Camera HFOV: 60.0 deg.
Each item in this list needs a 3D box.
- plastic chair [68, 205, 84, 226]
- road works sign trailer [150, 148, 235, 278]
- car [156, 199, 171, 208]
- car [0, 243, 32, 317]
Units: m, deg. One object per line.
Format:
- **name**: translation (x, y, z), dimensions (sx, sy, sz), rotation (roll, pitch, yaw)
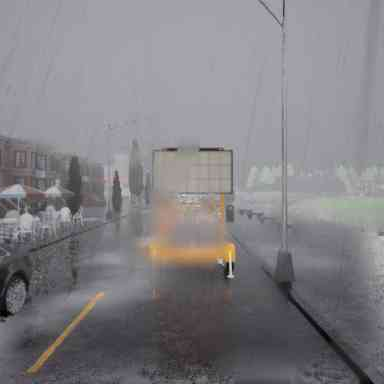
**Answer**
- **plastic chair**: translation (-7.396, 1.504, 21.185), dimensions (0.730, 1.271, 0.750), rotation (0, 0, -40)
- **road works sign trailer**: translation (0.024, 0.463, 10.141), dimensions (2.380, 3.560, 2.880), rotation (0, 0, 0)
- **car**: translation (-3.988, 1.597, 47.143), dimensions (1.895, 1.301, 4.718), rotation (0, 0, 0)
- **car**: translation (-4.088, 1.491, 4.660), dimensions (2.128, 1.511, 4.902), rotation (0, 0, 0)
